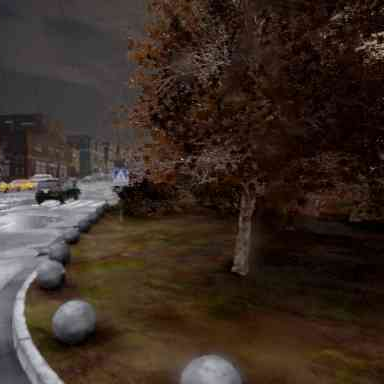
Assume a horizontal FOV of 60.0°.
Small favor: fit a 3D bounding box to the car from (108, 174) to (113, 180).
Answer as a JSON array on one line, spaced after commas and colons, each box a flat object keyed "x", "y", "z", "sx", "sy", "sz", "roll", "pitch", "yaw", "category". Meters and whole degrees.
[{"x": -21.973, "y": -3.855, "z": 87.328, "sx": 2.231, "sy": 1.521, "sz": 4.892, "roll": 0, "pitch": 4, "yaw": 2, "category": "car"}]

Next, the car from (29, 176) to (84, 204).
[{"x": -11.669, "y": -0.101, "z": 29.162, "sx": 2.150, "sy": 2.045, "sz": 5.566, "roll": 0, "pitch": 4, "yaw": -1, "category": "car"}]

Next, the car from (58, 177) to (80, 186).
[{"x": -22.654, "y": -2.054, "z": 61.400, "sx": 2.163, "sy": 1.488, "sz": 4.792, "roll": 0, "pitch": 4, "yaw": 2, "category": "car"}]

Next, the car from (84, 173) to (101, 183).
[{"x": -22.338, "y": -2.838, "z": 72.455, "sx": 2.231, "sy": 1.521, "sz": 4.892, "roll": 0, "pitch": 4, "yaw": 2, "category": "car"}]

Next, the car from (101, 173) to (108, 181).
[{"x": -22.184, "y": -3.464, "z": 77.914, "sx": 2.435, "sy": 2.045, "sz": 5.566, "roll": 0, "pitch": 4, "yaw": 2, "category": "car"}]

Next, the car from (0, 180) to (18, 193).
[{"x": -23.283, "y": -0.560, "z": 39.079, "sx": 1.946, "sy": 1.575, "sz": 5.366, "roll": 0, "pitch": 4, "yaw": 2, "category": "car"}]

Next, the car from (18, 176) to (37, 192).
[{"x": -23.127, "y": -0.937, "z": 44.588, "sx": 1.946, "sy": 1.575, "sz": 5.366, "roll": 0, "pitch": 4, "yaw": 2, "category": "car"}]

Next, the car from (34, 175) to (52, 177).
[{"x": -22.961, "y": -1.580, "z": 50.364, "sx": 2.435, "sy": 2.045, "sz": 5.566, "roll": 0, "pitch": 4, "yaw": 2, "category": "car"}]
